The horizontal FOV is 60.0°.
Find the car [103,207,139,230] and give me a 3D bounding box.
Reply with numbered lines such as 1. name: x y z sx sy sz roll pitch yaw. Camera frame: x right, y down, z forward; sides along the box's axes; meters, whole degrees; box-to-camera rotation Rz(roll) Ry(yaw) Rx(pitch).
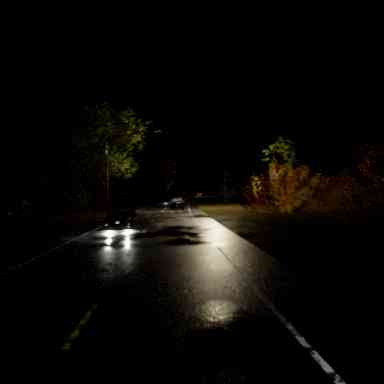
1. car: -4.896 1.783 23.348 1.994 1.385 4.181 -2 0 -3

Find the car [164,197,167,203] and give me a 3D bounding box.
1. car: -5.417 1.812 78.855 1.812 1.442 4.674 -2 0 2

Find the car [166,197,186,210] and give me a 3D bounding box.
1. car: -2.046 1.640 46.430 2.128 1.511 4.902 -2 0 -1

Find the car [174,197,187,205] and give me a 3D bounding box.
1. car: -2.168 1.715 64.271 2.033 1.411 5.357 -2 0 1
